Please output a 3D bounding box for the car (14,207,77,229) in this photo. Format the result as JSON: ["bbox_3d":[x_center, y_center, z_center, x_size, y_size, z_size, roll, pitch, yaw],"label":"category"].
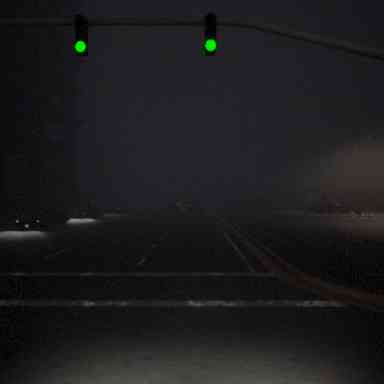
[{"bbox_3d":[-10.367,1.768,23.598,2.033,1.411,5.357,0,-1,1],"label":"car"}]

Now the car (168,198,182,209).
[{"bbox_3d":[-2.852,1.896,55.679,2.097,1.767,4.553,0,-1,1],"label":"car"}]

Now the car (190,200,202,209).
[{"bbox_3d":[0.639,2.040,54.997,1.837,1.490,4.892,0,-1,1],"label":"car"}]

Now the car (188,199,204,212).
[{"bbox_3d":[0.505,1.784,44.871,2.097,1.767,4.553,0,-1,1],"label":"car"}]

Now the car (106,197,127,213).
[{"bbox_3d":[-10.059,1.652,44.118,2.150,2.045,5.566,0,-1,1],"label":"car"}]

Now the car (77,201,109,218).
[{"bbox_3d":[-10.227,1.886,33.529,1.994,1.385,4.181,0,-1,1],"label":"car"}]

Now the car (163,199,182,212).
[{"bbox_3d":[-2.883,2.007,45.757,1.994,1.385,4.181,0,-1,1],"label":"car"}]
